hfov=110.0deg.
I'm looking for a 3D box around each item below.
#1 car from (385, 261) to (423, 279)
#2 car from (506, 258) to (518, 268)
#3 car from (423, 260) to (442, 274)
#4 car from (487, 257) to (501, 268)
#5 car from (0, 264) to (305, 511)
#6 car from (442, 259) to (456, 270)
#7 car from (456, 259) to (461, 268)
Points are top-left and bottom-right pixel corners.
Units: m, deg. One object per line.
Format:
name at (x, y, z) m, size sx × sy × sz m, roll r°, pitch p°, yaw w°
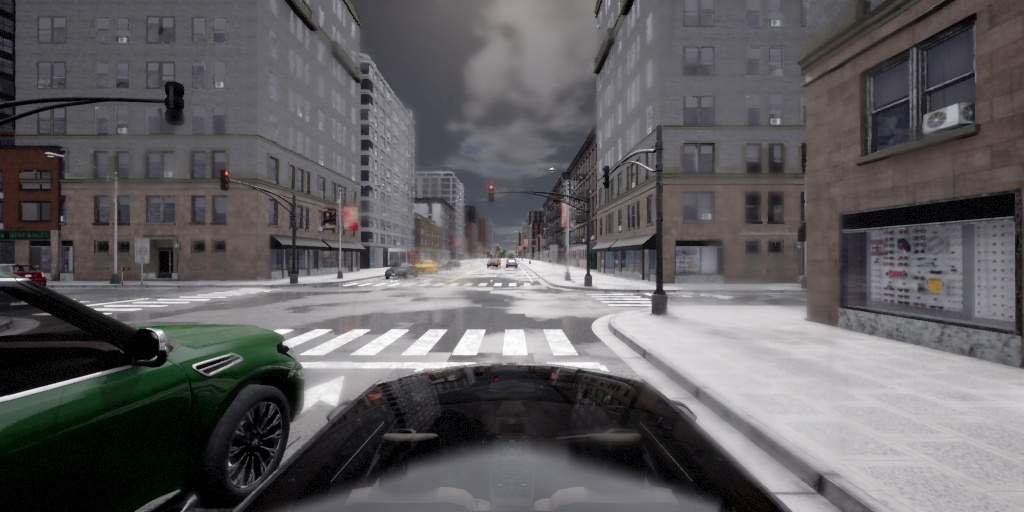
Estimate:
car at (-9.872, 1.279, 32.428) m, size 1.812 × 1.442 × 4.674 m, roll 0°, pitch 0°, yaw 2°
car at (-0.053, 1.312, 61.849) m, size 1.994 × 1.385 × 4.181 m, roll 0°, pitch 0°, yaw 0°
car at (-9.879, 1.230, 41.625) m, size 1.882 × 1.535 × 5.008 m, roll 0°, pitch 0°, yaw 0°
car at (-3.303, 1.349, 61.876) m, size 1.895 × 1.301 × 4.718 m, roll 0°, pitch 0°, yaw 0°
car at (-3.148, 0.971, 1.216) m, size 2.150 × 2.045 × 5.566 m, roll 0°, pitch 0°, yaw 0°
car at (-9.885, 1.242, 51.437) m, size 2.128 × 1.511 × 4.902 m, roll 0°, pitch 0°, yaw 0°
car at (-9.853, 1.273, 61.455) m, size 1.812 × 1.442 × 4.674 m, roll 0°, pitch 0°, yaw 0°
